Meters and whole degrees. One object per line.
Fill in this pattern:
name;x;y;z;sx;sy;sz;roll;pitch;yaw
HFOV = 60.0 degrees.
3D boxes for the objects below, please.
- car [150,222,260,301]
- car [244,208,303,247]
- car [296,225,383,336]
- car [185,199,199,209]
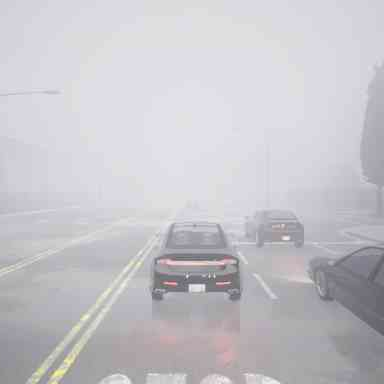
car;0.081;1.492;8.334;2.128;1.511;4.902;0;0;0
car;3.565;1.505;15.035;1.837;1.490;4.892;0;0;0
car;3.588;1.547;5.288;2.033;1.411;5.357;0;0;0
car;0.001;1.601;44.150;1.895;1.301;4.718;0;0;0
